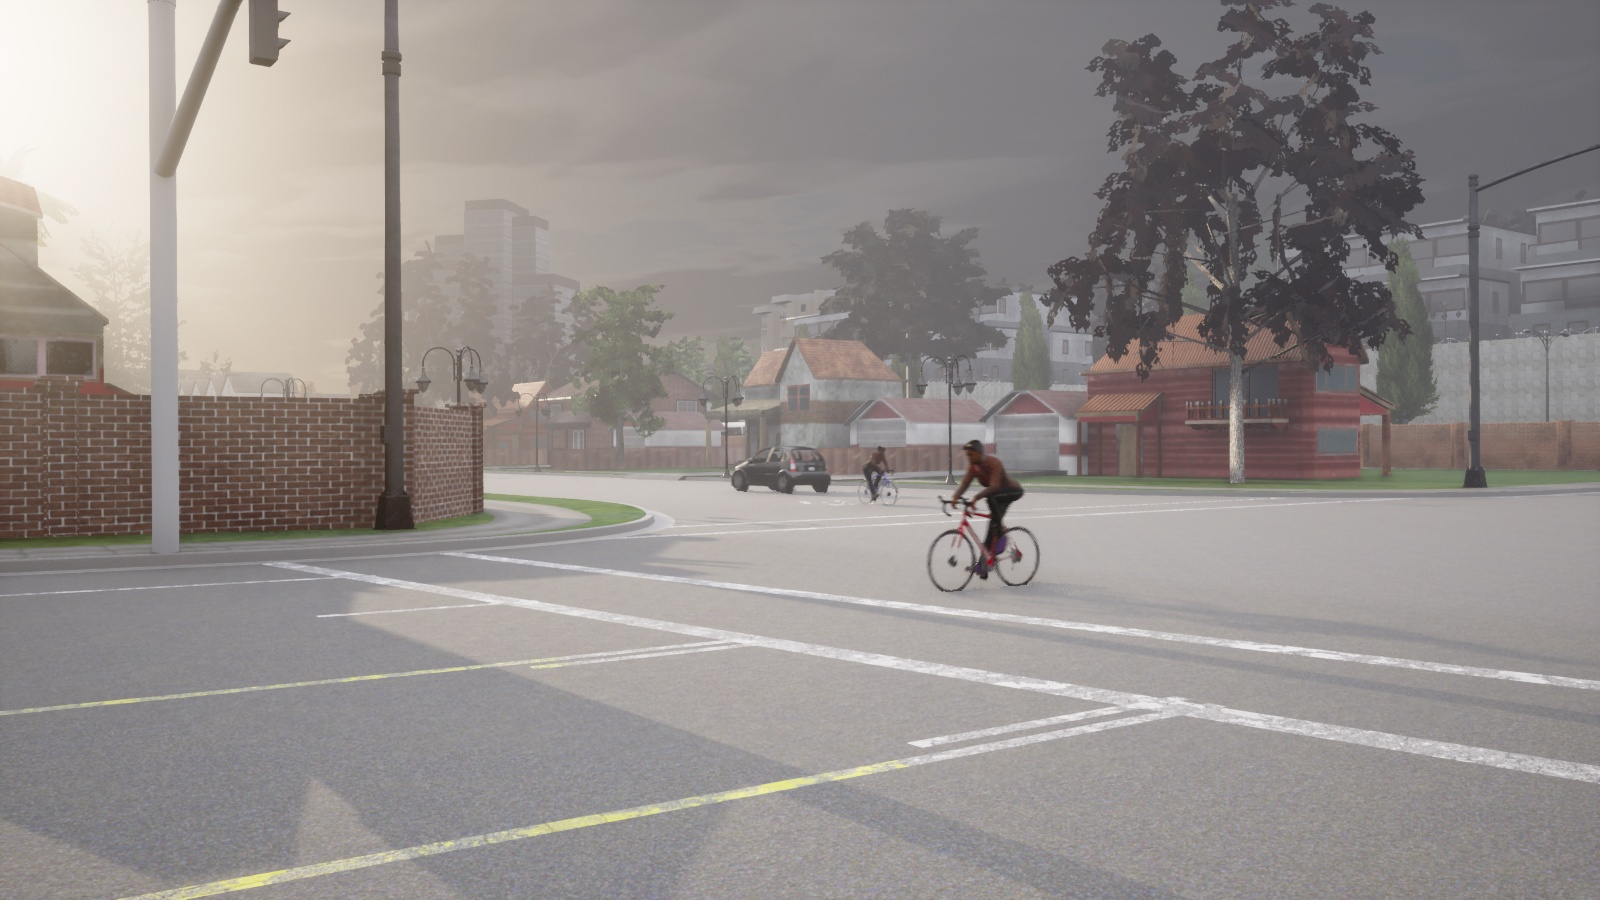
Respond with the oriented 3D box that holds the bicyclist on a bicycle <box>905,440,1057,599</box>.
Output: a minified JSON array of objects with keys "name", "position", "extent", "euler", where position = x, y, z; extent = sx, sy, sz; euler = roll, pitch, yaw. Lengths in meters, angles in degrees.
[{"name":"bicyclist on a bicycle","position":[1.970,0.705,13.561],"extent":[1.656,1.620,0.582],"euler":[-1,0,-35]}]

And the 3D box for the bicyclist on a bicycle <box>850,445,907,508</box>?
[{"name":"bicyclist on a bicycle","position":[2.102,0.692,33.806],"extent":[0.582,1.620,1.656],"euler":[-1,1,-36]}]

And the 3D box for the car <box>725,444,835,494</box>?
[{"name":"car","position":[-0.744,0.624,43.565],"extent":[1.851,1.617,3.988],"euler":[-1,0,-36]}]
